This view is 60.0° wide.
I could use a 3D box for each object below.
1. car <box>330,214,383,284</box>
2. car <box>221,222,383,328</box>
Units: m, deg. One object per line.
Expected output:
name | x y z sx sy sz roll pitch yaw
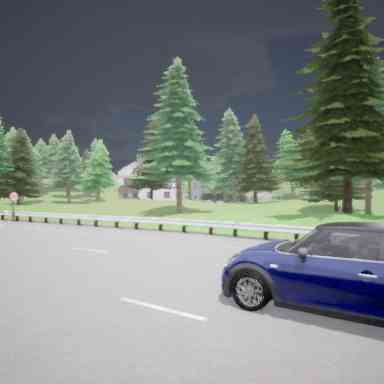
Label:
car | 6.213 1.455 8.070 5.008 1.535 1.882 0 0 36
car | 2.792 1.336 6.181 4.553 1.767 2.097 0 0 35
